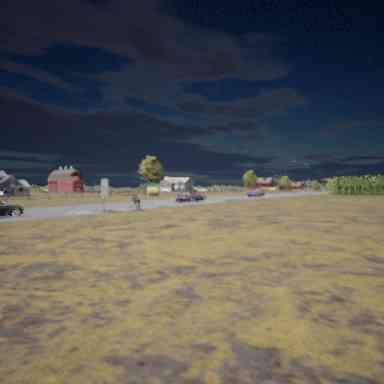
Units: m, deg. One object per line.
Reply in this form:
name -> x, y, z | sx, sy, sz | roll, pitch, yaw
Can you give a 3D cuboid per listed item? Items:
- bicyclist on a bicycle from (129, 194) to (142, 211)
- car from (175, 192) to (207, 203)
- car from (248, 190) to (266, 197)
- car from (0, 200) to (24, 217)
bicyclist on a bicycle -> -5.369, 0.983, 31.455 | 1.656, 1.620, 0.582 | 0, 1, 35
car -> -0.066, 0.673, 45.638 | 2.033, 1.411, 5.357 | 1, 2, 35
car -> 12.379, 0.257, 63.161 | 1.994, 1.385, 4.181 | 1, 2, 35
car -> -14.953, 1.225, 24.588 | 1.837, 1.490, 4.892 | -1, 1, 30
